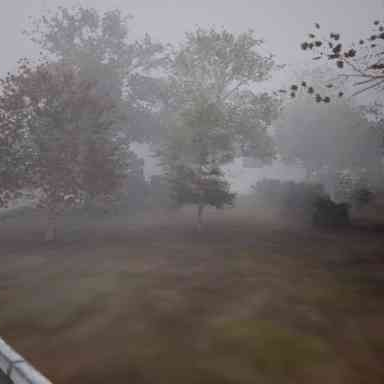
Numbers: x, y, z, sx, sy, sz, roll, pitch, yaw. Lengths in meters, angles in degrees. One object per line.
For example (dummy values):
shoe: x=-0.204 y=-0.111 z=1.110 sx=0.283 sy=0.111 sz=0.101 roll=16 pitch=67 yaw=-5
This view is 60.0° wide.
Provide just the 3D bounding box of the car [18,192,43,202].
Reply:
car: x=-35.208 y=1.123 z=70.896 sx=5.566 sy=2.045 sz=2.150 roll=0 pitch=0 yaw=9

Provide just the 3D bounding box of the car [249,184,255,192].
car: x=17.028 y=-1.171 z=91.878 sx=5.566 sy=2.045 sz=2.435 roll=-4 pitch=1 yaw=-24

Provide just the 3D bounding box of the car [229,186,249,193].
car: x=11.761 y=-0.585 z=89.487 sx=5.366 sy=1.575 sz=1.946 roll=-4 pitch=1 yaw=-24

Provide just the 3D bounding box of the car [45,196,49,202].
car: x=-32.207 y=1.470 z=73.362 sx=4.718 sy=1.301 sz=1.895 roll=0 pitch=0 yaw=20
